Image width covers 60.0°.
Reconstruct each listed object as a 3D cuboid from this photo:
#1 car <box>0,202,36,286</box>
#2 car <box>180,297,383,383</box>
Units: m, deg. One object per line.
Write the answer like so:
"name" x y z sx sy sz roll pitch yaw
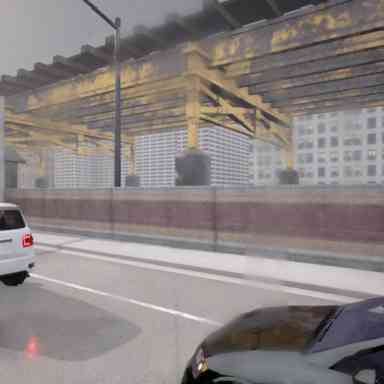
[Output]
"car" -6.155 1.246 8.291 5.566 2.045 2.150 0 0 36
"car" 1.944 1.576 2.614 4.181 1.385 1.994 0 0 35
